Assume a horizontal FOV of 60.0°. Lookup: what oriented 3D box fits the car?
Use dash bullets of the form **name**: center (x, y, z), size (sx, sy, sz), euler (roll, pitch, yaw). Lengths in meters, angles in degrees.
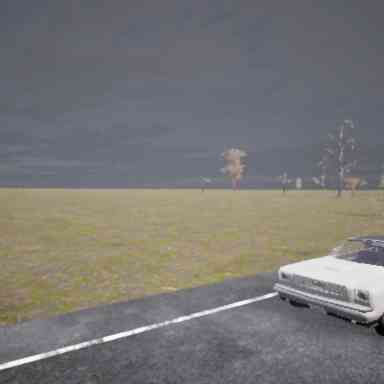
- **car**: center (3.847, 1.605, 6.736), size (4.718, 1.301, 1.895), euler (0, 0, -35)
